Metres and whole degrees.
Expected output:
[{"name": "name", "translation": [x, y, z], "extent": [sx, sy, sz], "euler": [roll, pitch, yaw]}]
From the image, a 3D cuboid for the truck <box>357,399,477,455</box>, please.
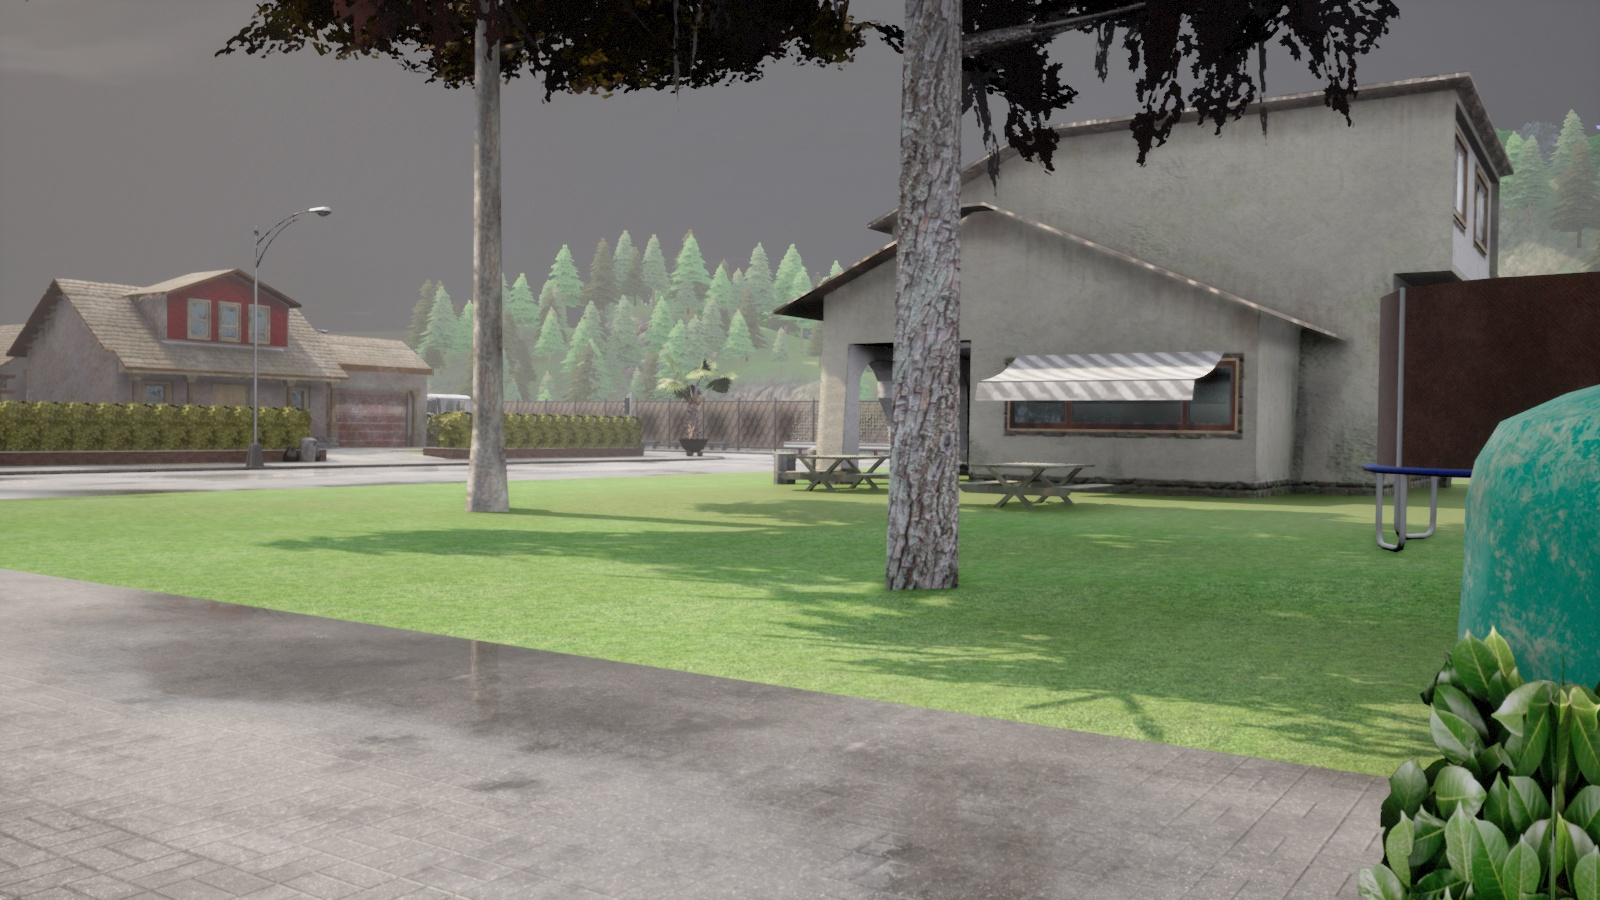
[{"name": "truck", "translation": [-24.406, -1.442, 79.852], "extent": [7.936, 3.462, 2.891], "euler": [0, 1, 33]}]
